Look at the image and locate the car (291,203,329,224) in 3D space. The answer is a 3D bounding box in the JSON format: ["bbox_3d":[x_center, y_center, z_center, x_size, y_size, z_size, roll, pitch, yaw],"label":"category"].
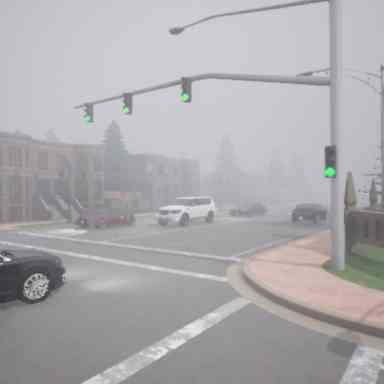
[{"bbox_3d":[9.197,1.612,25.795,1.837,1.490,4.892,-1,-1,35],"label":"car"}]

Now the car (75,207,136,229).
[{"bbox_3d":[-5.872,1.729,22.899,1.994,1.385,4.181,-1,0,35],"label":"car"}]

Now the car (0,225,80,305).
[{"bbox_3d":[-4.784,1.582,6.156,1.837,1.490,4.892,-1,0,35],"label":"car"}]

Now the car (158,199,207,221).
[{"bbox_3d":[-0.790,1.518,30.018,2.097,1.767,4.553,-1,0,36],"label":"car"}]

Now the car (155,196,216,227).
[{"bbox_3d":[-0.321,1.355,24.673,2.150,2.045,5.566,-1,0,35],"label":"car"}]

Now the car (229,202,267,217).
[{"bbox_3d":[5.685,1.681,33.022,2.033,1.411,5.357,-1,0,36],"label":"car"}]
